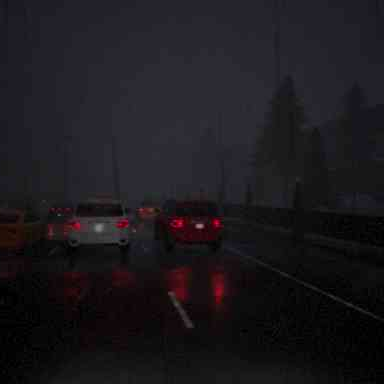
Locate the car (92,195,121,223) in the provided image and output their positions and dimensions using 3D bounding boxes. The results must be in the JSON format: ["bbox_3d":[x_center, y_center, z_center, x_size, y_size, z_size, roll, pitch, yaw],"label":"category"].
[{"bbox_3d":[-7.218,1.335,28.388,2.150,2.045,5.566,1,0,-13],"label":"car"}]

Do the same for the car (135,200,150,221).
[{"bbox_3d":[-3.827,1.519,29.250,2.097,1.767,4.553,1,-1,-13],"label":"car"}]

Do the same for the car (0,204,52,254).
[{"bbox_3d":[-7.253,1.484,13.414,1.882,1.535,5.008,1,0,-13],"label":"car"}]

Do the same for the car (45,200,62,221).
[{"bbox_3d":[-10.685,1.562,27.832,2.128,1.511,4.902,1,0,-13],"label":"car"}]

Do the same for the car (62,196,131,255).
[{"bbox_3d":[-3.743,1.271,13.779,2.150,2.045,5.566,1,0,-13],"label":"car"}]

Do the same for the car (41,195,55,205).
[{"bbox_3d":[-27.038,1.475,62.640,2.097,1.767,4.553,1,0,-20],"label":"car"}]

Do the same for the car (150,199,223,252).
[{"bbox_3d":[-0.340,1.322,14.596,2.150,2.045,5.566,1,0,-13],"label":"car"}]
